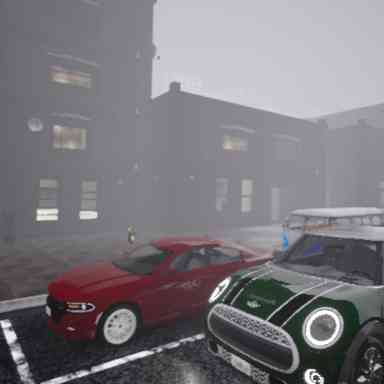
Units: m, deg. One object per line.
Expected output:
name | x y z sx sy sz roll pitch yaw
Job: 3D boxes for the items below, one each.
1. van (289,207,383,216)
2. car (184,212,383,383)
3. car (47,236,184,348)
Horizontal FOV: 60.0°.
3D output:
van | 4.315 1.355 9.607 3.998 1.788 1.690 0 1 -35
car | 2.381 1.360 5.067 4.553 1.767 2.097 0 0 -35
car | -0.321 1.550 6.311 4.507 1.381 1.887 0 1 -35
